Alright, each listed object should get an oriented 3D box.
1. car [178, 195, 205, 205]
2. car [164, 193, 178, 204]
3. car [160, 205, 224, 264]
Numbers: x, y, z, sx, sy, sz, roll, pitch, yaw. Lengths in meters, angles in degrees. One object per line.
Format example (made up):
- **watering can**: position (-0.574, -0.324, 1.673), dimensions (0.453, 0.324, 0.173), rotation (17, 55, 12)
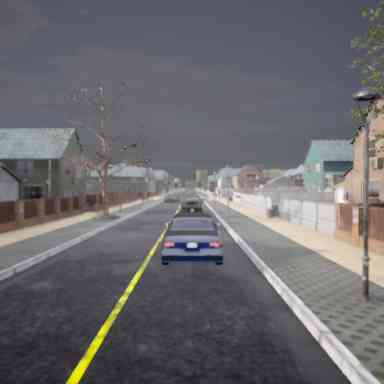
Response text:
- **car**: position (0.043, 1.105, 28.324), dimensions (1.837, 1.490, 4.892), rotation (0, 1, 0)
- **car**: position (-2.804, 0.898, 46.781), dimensions (1.994, 1.385, 4.181), rotation (0, 1, 1)
- **car**: position (0.020, 1.391, 11.086), dimensions (2.033, 1.411, 5.357), rotation (0, 1, 0)
